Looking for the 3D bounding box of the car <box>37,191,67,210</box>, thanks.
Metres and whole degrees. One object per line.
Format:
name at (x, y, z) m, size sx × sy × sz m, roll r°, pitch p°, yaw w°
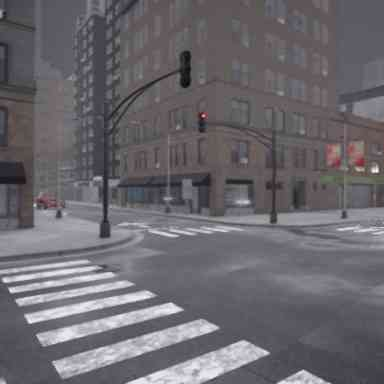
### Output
car at (-16.165, 0.922, 38.160) m, size 2.150 × 2.045 × 5.566 m, roll 0°, pitch 0°, yaw -36°
